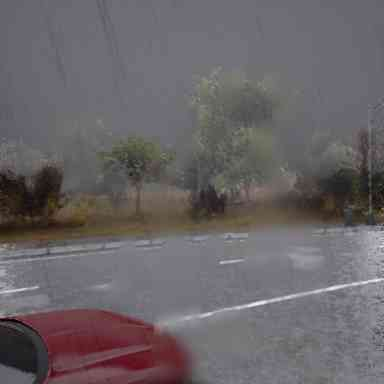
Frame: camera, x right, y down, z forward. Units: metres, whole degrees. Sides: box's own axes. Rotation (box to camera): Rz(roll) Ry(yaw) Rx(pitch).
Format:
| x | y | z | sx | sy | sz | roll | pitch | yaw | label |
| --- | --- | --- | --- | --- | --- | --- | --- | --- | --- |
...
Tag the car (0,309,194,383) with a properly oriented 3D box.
| x | y | z | sx | sy | sz | roll | pitch | yaw | label |
| --- | --- | --- | --- | --- | --- | --- | --- | --- | --- |
| -2.237 | 1.467 | 1.964 | 5.008 | 1.535 | 1.882 | 1 | -1 | -36 | car |
